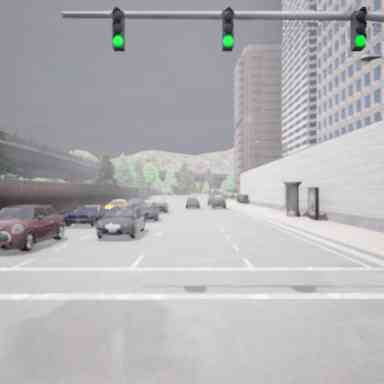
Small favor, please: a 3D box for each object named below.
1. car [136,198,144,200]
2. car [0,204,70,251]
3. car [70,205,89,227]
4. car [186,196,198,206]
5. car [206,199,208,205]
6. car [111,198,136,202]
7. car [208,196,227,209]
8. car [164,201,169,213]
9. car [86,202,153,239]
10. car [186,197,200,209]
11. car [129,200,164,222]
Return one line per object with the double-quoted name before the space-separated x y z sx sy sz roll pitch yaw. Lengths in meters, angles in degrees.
"car" -7.051 1.490 42.448 1.882 1.535 5.008 0 0 1
"car" -7.089 1.341 13.874 2.097 1.767 4.553 0 0 0
"car" -7.086 1.598 22.859 1.895 1.301 4.718 0 0 0
"car" 0.019 1.496 55.652 1.882 1.535 5.008 0 0 0
"car" 3.517 1.521 55.528 1.837 1.490 4.892 0 0 0
"car" -7.078 1.482 32.376 1.882 1.535 5.008 0 0 0
"car" 3.613 1.513 45.131 1.837 1.490 4.892 0 0 0
"car" -3.567 1.606 36.364 1.895 1.301 4.718 0 0 0
"car" -3.583 1.482 17.462 2.128 1.511 4.902 0 0 0
"car" 0.123 1.575 45.704 1.994 1.385 4.181 0 0 -1
"car" -3.590 1.561 26.381 1.994 1.385 4.181 0 0 -1
